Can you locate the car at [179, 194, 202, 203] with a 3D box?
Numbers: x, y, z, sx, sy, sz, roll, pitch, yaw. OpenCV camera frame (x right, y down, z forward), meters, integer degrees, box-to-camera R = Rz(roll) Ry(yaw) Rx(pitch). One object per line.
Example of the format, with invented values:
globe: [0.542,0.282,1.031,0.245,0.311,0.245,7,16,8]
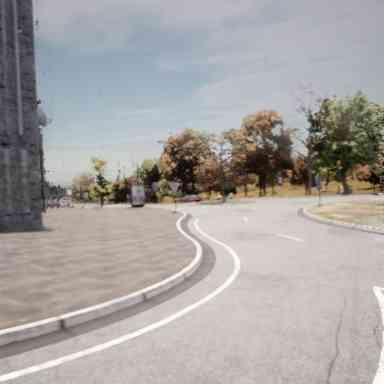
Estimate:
car: [-0.277,1.098,50.884,1.994,1.385,4.181,-3,-2,-33]
